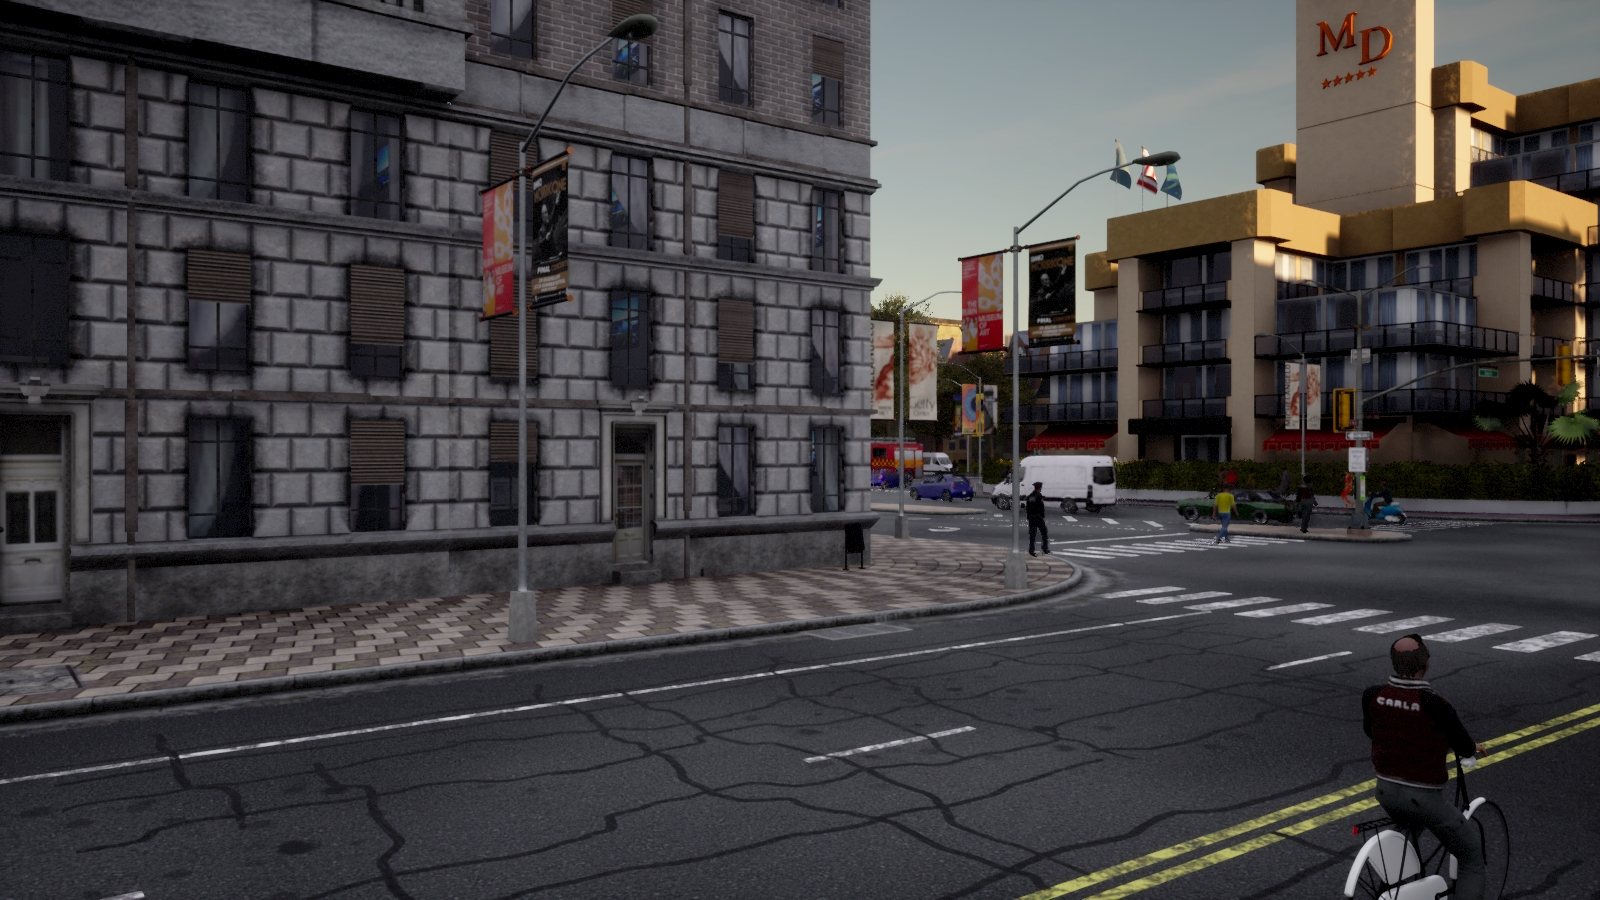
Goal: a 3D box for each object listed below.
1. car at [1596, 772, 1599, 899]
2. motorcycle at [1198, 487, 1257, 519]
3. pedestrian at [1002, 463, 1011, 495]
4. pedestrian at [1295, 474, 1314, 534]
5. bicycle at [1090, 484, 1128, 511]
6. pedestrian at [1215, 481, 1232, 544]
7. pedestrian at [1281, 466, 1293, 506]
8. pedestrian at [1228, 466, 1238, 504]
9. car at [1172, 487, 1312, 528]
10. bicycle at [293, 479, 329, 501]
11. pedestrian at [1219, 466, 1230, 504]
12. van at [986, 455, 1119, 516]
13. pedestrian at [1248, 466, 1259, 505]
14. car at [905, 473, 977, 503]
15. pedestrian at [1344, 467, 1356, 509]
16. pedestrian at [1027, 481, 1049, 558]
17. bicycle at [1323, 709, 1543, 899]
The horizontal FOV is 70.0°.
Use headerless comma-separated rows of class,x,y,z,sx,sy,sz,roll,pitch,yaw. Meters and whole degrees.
car,4.999,1.754,3.274,6.274,2.098,2.390,0,0,-34
motorcycle,17.977,2.205,48.049,0.867,1.251,2.209,0,0,-37
pedestrian,12.187,1.698,67.502,0.375,1.860,0.375,0,0,-37
pedestrian,15.939,1.704,36.092,0.375,1.860,0.375,0,0,-25
bicycle,14.335,2.210,53.036,0.329,1.171,1.835,0,1,-37
pedestrian,12.656,1.849,34.145,0.375,1.860,0.375,0,0,-43
pedestrian,22.889,1.696,53.740,0.375,1.860,0.375,0,0,-36
pedestrian,21.214,1.696,55.977,0.375,1.860,0.375,0,0,44
car,16.836,2.155,43.709,1.895,1.301,4.718,0,0,-37
bicycle,-27.366,2.244,63.937,1.835,1.171,0.329,-1,-6,5
pedestrian,20.684,1.696,55.653,0.375,1.860,0.375,0,0,-37
van,11.313,1.534,51.624,1.988,2.561,5.915,0,0,-40
pedestrian,21.640,1.698,54.486,0.375,1.860,0.375,0,0,-41
car,7.611,2.038,61.953,1.845,1.501,3.633,0,0,-37
pedestrian,24.693,1.696,51.322,0.375,1.860,0.375,0,0,-38
pedestrian,5.864,1.696,28.138,0.375,1.860,0.375,0,0,-39
bicycle,3.626,2.210,6.476,1.835,1.171,0.329,0,0,-35
